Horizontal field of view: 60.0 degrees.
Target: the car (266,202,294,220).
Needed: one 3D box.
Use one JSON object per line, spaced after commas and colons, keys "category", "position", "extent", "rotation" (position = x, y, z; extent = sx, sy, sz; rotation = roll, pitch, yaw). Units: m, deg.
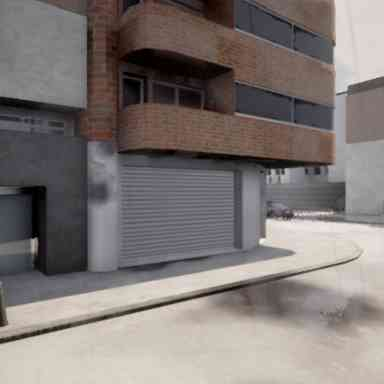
{"category": "car", "position": [6.516, 1.548, 28.153], "extent": [1.994, 1.385, 4.181], "rotation": [0, 0, -34]}
